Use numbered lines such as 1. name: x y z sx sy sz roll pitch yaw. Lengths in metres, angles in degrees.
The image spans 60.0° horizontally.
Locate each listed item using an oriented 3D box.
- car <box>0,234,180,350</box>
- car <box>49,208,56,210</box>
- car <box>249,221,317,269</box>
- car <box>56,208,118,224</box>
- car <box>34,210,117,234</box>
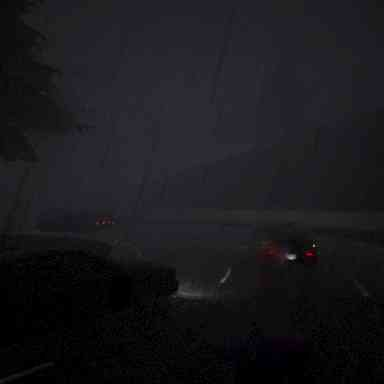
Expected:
1. car: -2.644 1.714 6.027 2.033 1.411 5.357 -1 -2 41
2. car: -13.381 2.372 32.751 4.892 1.490 1.837 -1 -1 24
3. car: 3.160 1.785 12.084 1.812 1.442 4.674 0 -1 6
4. car: -8.224 2.191 26.668 4.892 1.490 1.837 -1 -2 24
5. car: -8.272 2.154 23.194 5.357 1.411 2.033 -1 -1 20
